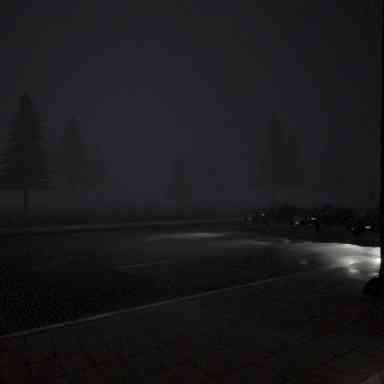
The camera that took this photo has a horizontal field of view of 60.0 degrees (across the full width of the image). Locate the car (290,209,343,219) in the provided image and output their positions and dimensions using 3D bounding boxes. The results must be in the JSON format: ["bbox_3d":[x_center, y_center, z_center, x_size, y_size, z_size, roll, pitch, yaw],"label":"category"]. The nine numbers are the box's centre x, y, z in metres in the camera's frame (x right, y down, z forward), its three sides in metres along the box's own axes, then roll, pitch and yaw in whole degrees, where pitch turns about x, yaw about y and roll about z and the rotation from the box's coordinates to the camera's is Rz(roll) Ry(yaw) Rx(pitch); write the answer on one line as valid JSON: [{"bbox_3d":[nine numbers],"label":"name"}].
[{"bbox_3d":[7.589,1.402,19.067,4.902,1.511,2.128,1,0,-35],"label":"car"}]

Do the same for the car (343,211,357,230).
[{"bbox_3d":[9.603,1.430,16.205,4.181,1.385,1.994,1,0,-35],"label":"car"}]
